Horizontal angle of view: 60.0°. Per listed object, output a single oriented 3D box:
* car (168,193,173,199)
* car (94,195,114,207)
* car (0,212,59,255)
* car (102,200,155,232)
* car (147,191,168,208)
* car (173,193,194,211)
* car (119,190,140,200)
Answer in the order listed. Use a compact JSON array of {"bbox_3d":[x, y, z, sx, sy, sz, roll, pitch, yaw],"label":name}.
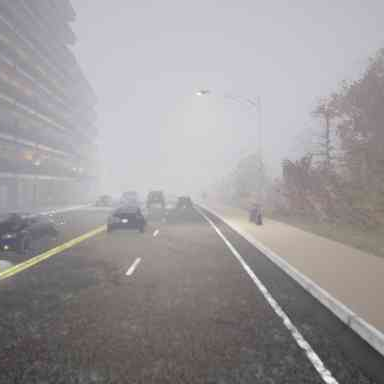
[{"bbox_3d":[-4.670,0.805,76.974,1.994,1.385,4.181,0,1,-8],"label":"car"},{"bbox_3d":[-11.206,1.118,42.727,1.837,1.490,4.892,0,1,-3],"label":"car"},{"bbox_3d":[-6.694,1.456,12.669,1.994,1.385,4.181,0,0,-1],"label":"car"},{"bbox_3d":[-3.434,1.394,18.725,1.994,1.385,4.181,0,1,-2],"label":"car"},{"bbox_3d":[-4.419,0.839,41.238,2.150,2.045,5.566,0,1,-3],"label":"car"},{"bbox_3d":[-0.851,1.171,35.572,1.837,1.490,4.892,0,1,-3],"label":"car"},{"bbox_3d":[-7.957,0.828,42.852,2.150,2.045,5.566,0,1,-3],"label":"car"}]
